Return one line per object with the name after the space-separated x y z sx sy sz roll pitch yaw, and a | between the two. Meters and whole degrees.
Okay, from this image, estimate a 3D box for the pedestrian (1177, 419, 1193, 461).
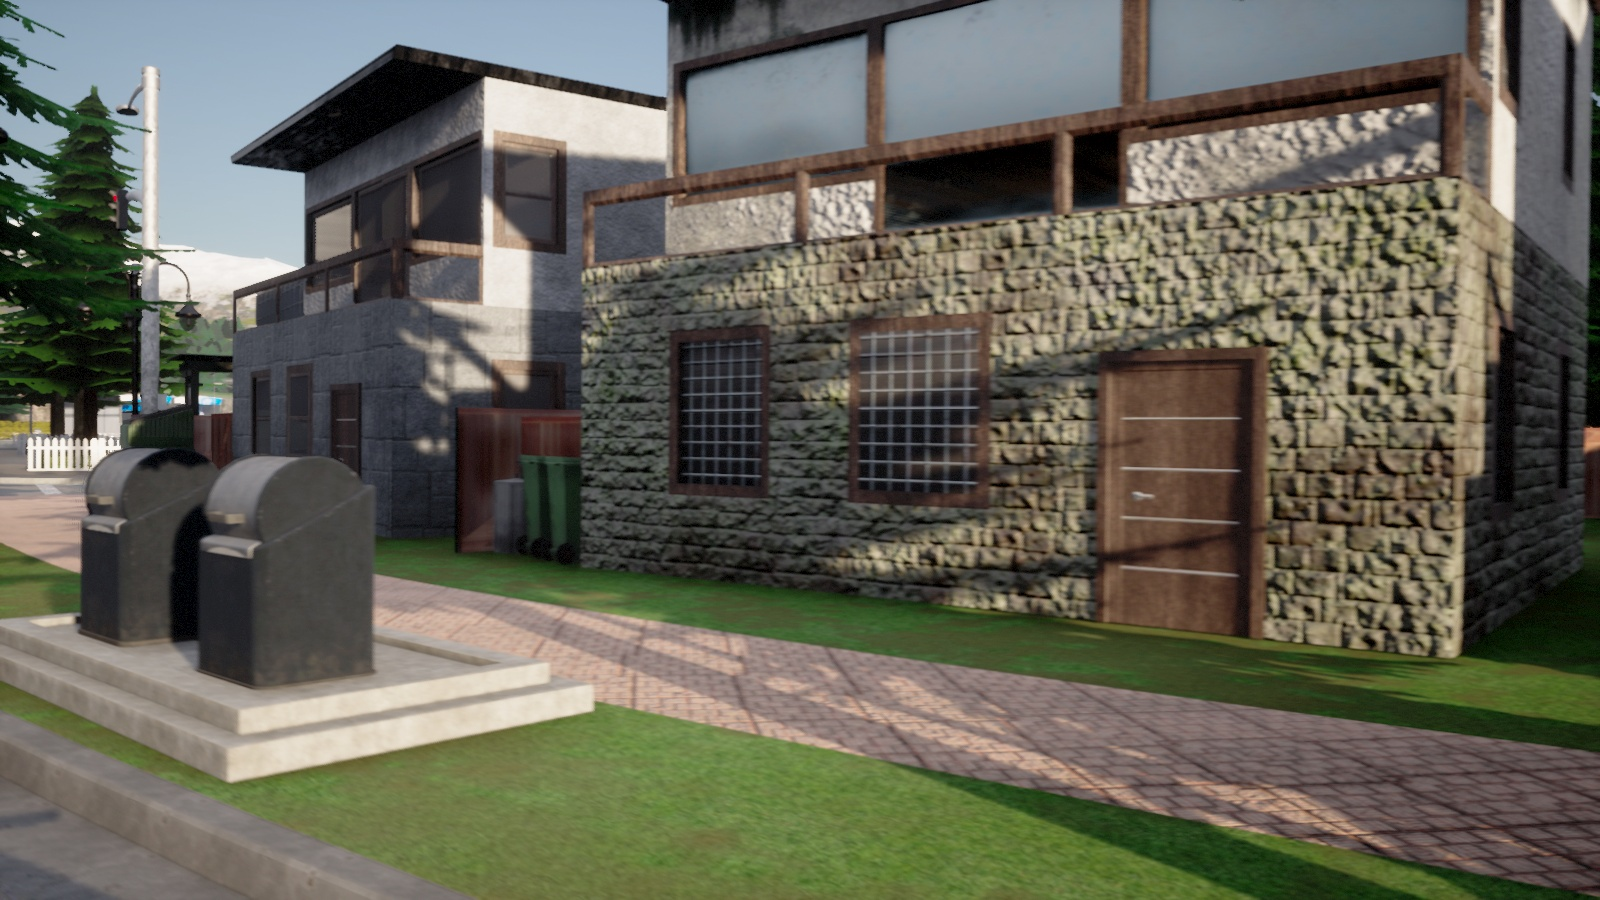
17.073 -0.454 55.667 0.634 1.846 0.331 -1 1 -34 | pedestrian
